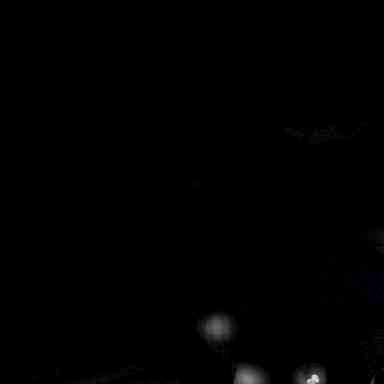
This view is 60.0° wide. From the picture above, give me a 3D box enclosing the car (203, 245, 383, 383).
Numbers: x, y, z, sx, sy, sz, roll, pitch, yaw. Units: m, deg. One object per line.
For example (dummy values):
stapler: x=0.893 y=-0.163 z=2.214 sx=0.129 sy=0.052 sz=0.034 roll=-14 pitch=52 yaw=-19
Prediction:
car: x=2.793 y=1.550 z=4.869 sx=5.357 sy=1.411 sz=2.033 roll=0 pitch=0 yaw=-33
